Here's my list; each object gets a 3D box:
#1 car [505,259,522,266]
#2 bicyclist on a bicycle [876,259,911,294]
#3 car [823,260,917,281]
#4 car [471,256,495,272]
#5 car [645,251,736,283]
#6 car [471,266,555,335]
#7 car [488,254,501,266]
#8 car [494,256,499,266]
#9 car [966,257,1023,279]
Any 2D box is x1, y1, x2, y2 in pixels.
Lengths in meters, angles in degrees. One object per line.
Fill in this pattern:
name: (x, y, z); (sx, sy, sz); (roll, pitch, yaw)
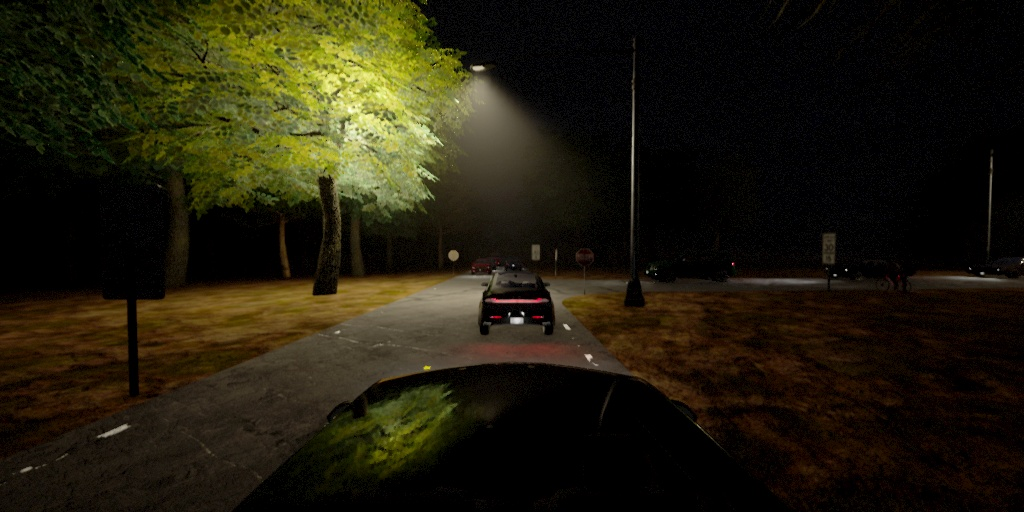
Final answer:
car: (0.167, 1.084, 44.338); (1.994, 1.385, 4.181); (0, 0, 0)
bicyclist on a bicycle: (18.570, 0.988, 17.491); (0.582, 1.620, 1.656); (-1, 0, 0)
car: (23.765, 0.937, 23.976); (4.718, 1.301, 1.895); (-1, 1, -1)
car: (-3.028, 1.044, 36.705); (1.882, 1.535, 5.008); (0, 0, 0)
car: (11.897, 0.709, 24.093); (5.566, 2.045, 2.150); (-1, 1, 2)
car: (0.113, 1.207, 10.360); (2.128, 1.511, 4.902); (0, 0, 0)
car: (-2.947, 0.626, 57.994); (2.150, 2.045, 5.566); (0, 1, 1)
car: (-3.022, 1.028, 46.709); (1.812, 1.442, 4.674); (0, 0, 0)
car: (34.565, 0.775, 24.531); (5.357, 1.411, 2.033); (0, 1, -4)
